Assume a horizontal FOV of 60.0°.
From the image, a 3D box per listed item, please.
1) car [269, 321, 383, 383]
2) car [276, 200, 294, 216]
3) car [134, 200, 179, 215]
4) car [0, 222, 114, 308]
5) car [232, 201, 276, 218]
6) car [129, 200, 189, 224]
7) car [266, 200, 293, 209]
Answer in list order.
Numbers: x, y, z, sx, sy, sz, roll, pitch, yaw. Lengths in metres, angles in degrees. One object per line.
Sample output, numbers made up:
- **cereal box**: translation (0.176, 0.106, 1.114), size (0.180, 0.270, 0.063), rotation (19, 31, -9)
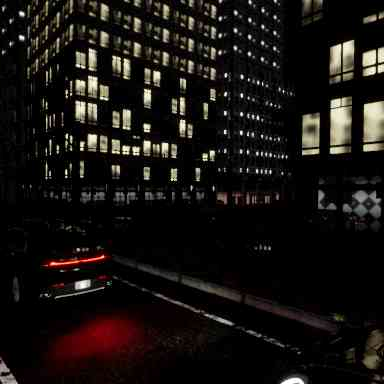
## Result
- **car**: translation (2.431, 1.352, 1.322), size (2.097, 1.767, 4.553), rotation (0, 0, -41)
- **car**: translation (10.320, 1.937, 37.450), size (4.206, 1.307, 1.802), rotation (1, 0, -40)
- **car**: translation (-3.834, 1.648, 36.431), size (4.829, 1.417, 1.752), rotation (1, 0, -40)
- **car**: translation (-3.659, 1.501, 8.107), size (1.837, 1.490, 4.892), rotation (0, 0, -41)
- **car**: translation (6.149, 1.833, 33.911), size (4.829, 1.417, 1.752), rotation (1, 0, -40)
- **car**: translation (-2.580, 1.524, 26.504), size (5.009, 1.841, 2.192), rotation (1, 0, -40)
- **car**: translation (13.494, 1.882, 51.130), size (4.313, 1.339, 1.947), rotation (1, 0, -40)
